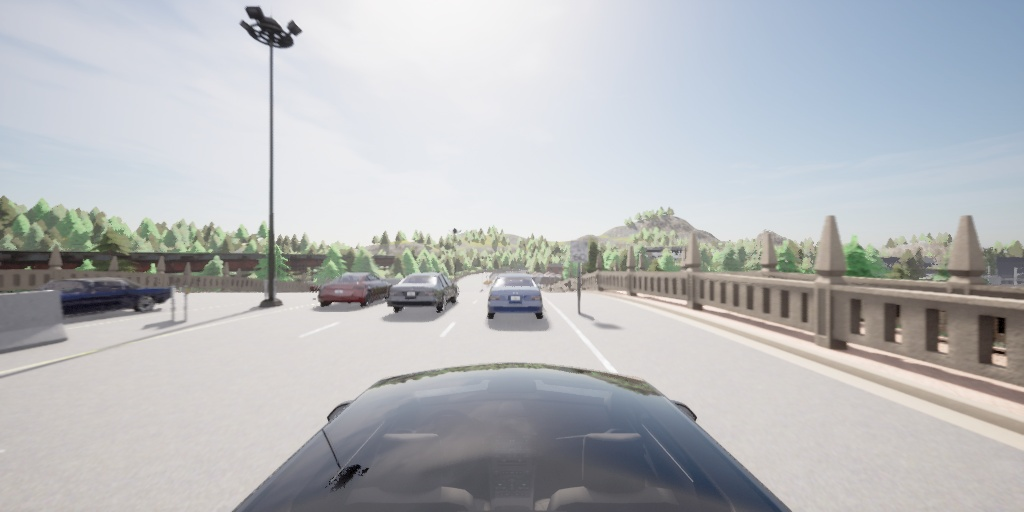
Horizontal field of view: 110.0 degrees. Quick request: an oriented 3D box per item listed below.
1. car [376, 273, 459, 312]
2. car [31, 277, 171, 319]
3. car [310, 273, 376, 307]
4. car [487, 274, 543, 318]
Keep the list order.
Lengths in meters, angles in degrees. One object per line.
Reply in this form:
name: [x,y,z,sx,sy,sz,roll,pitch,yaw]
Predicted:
car: [-3.402,1.398,14.578,2.033,1.411,5.357,0,-2,0]
car: [-14.096,1.385,11.590,1.895,1.301,4.718,0,-1,0]
car: [-6.901,1.470,16.316,1.994,1.385,4.181,0,-2,0]
car: [0.100,1.362,13.159,2.033,1.411,5.357,0,-1,0]
